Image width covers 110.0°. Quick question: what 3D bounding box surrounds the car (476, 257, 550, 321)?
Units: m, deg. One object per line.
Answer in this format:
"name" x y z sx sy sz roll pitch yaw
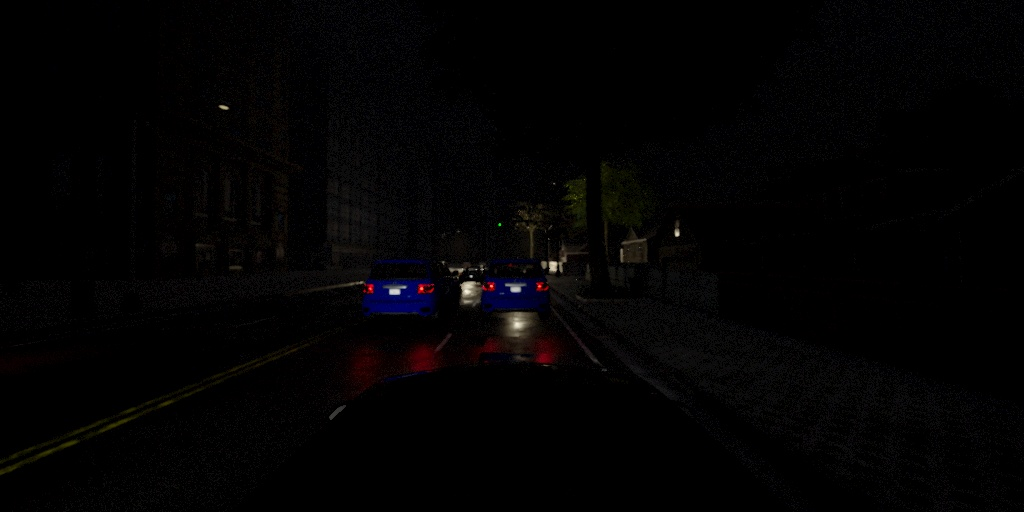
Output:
"car" 0.096 1.073 13.009 2.150 2.045 5.566 0 0 0

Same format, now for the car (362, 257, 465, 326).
"car" -3.154 1.068 12.297 2.150 2.045 5.566 0 0 0

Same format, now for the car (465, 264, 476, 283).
"car" -3.163 1.571 29.798 1.994 1.385 4.181 0 -1 0
